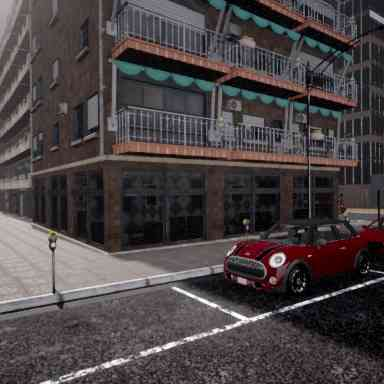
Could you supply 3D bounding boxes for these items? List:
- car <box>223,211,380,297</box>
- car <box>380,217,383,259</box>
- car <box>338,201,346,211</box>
[{"bbox_3d":[2.728,1.439,8.512,4.097,1.590,1.967,0,-1,-35],"label":"car"},{"bbox_3d":[7.228,1.543,11.716,4.507,1.381,1.887,0,-1,-35],"label":"car"},{"bbox_3d":[16.498,1.746,40.603,1.967,1.590,4.097,-2,0,-36],"label":"car"}]
